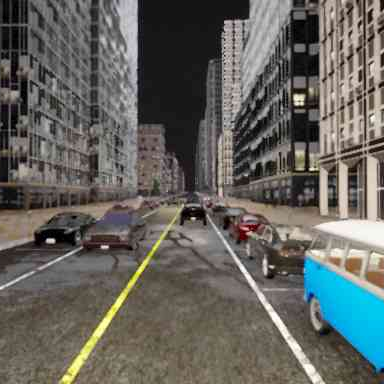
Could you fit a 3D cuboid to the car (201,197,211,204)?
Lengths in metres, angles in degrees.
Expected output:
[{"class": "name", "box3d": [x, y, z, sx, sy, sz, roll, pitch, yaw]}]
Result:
[{"class": "car", "box3d": [2.691, 1.688, 65.365, 1.802, 1.307, 4.206, 1, 0, 0]}]

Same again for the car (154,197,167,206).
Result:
[{"class": "car", "box3d": [-5.688, 1.668, 59.809, 1.947, 1.339, 4.313, 1, 0, 0]}]

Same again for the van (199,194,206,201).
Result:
[{"class": "van", "box3d": [2.692, 1.459, 87.672, 1.690, 1.788, 3.998, 1, 0, 0]}]

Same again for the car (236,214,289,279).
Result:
[{"class": "car", "box3d": [2.698, 1.574, 9.855, 2.008, 1.369, 4.403, 1, 0, 0]}]

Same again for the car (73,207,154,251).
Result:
[{"class": "car", "box3d": [-3.101, 1.582, 14.499, 2.033, 1.411, 5.357, 0, 0, 0]}]

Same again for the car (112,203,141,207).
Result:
[{"class": "car", "box3d": [-5.684, 1.605, 26.907, 1.887, 1.381, 4.507, 1, 0, 0]}]

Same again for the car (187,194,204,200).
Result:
[{"class": "car", "box3d": [0.095, 1.433, 41.147, 2.097, 1.767, 4.553, 0, 0, 0]}]

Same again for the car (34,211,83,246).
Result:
[{"class": "car", "box3d": [-5.684, 1.603, 15.556, 1.947, 1.339, 4.313, 1, 0, 0]}]

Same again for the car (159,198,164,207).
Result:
[{"class": "car", "box3d": [-5.685, 1.531, 48.660, 1.967, 1.590, 4.097, 1, 0, 0]}]

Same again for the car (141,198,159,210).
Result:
[{"class": "car", "box3d": [-5.687, 1.667, 43.087, 1.802, 1.307, 4.206, 1, 0, 0]}]

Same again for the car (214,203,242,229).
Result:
[{"class": "car", "box3d": [2.696, 1.614, 21.202, 1.947, 1.339, 4.313, 1, 0, 0]}]

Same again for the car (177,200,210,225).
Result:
[{"class": "car", "box3d": [0.098, 1.560, 24.855, 1.837, 1.490, 4.892, 0, 0, 0]}]

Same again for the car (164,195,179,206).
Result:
[{"class": "car", "box3d": [-3.074, 1.602, 55.014, 1.837, 1.490, 4.892, 0, 0, 0]}]

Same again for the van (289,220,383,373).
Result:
[{"class": "van", "box3d": [2.701, 1.351, 4.181, 1.690, 1.788, 3.998, 1, 0, 0]}]

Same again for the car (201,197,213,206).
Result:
[{"class": "car", "box3d": [2.692, 1.652, 59.787, 2.008, 1.369, 4.403, 1, 0, 0]}]

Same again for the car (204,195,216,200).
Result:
[{"class": "car", "box3d": [2.695, 1.525, 43.056, 1.967, 1.590, 4.097, 1, 0, 0]}]

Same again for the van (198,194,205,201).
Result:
[{"class": "van", "box3d": [2.691, 1.460, 93.249, 1.690, 1.788, 3.998, 1, 0, 0]}]

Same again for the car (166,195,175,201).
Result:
[{"class": "car", "box3d": [-5.690, 1.558, 87.682, 1.967, 1.590, 4.097, 1, 0, 0]}]

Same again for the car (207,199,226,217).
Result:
[{"class": "car", "box3d": [2.695, 1.619, 31.901, 2.008, 1.369, 4.403, 1, 0, 0]}]

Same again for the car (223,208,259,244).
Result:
[{"class": "car", "box3d": [2.697, 1.618, 15.529, 1.802, 1.307, 4.206, 1, 0, 0]}]
